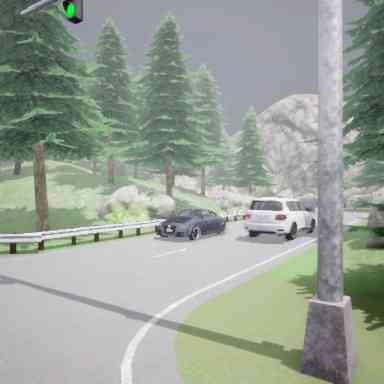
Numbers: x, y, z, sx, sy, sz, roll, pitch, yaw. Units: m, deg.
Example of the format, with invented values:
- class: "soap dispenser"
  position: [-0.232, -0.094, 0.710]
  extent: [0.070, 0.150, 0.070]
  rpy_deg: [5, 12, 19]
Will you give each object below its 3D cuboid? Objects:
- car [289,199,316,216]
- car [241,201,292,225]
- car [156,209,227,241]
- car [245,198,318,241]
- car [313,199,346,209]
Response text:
- class: "car"
  position: [11.298, 1.520, 33.656]
  extent: [1.837, 1.490, 4.892]
  rpy_deg: [0, 0, 27]
- class: "car"
  position: [5.725, 1.506, 25.092]
  extent: [2.128, 1.511, 4.902]
  rpy_deg: [0, 0, 35]
- class: "car"
  position: [0.091, 1.578, 16.896]
  extent: [1.994, 1.385, 4.181]
  rpy_deg: [0, 0, 34]
- class: "car"
  position: [4.690, 1.352, 17.233]
  extent: [2.150, 2.045, 5.566]
  rpy_deg: [0, -1, 35]
- class: "car"
  position: [19.235, 1.621, 46.654]
  extent: [1.895, 1.301, 4.718]
  rpy_deg: [0, 0, -12]
